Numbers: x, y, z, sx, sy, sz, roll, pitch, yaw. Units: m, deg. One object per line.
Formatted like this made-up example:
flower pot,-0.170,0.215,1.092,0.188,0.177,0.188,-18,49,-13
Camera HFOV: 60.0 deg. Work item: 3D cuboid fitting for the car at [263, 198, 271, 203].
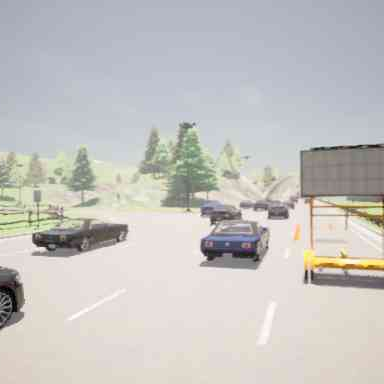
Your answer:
car,20.718,2.327,91.594,1.837,1.490,4.892,-1,-1,18

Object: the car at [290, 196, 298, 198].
car,25.955,1.917,85.189,2.150,2.045,5.566,-1,-1,18

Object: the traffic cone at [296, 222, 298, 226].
traffic cone,5.717,2.102,18.189,0.340,0.580,0.340,-1,-1,18

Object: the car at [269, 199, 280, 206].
car,18.044,2.176,72.502,2.033,1.411,5.357,-1,-1,18

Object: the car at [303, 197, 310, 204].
car,26.867,2.127,76.858,1.994,1.385,4.181,-1,-1,18

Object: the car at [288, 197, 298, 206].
car,15.663,1.996,54.032,2.033,1.411,5.357,-1,-1,18

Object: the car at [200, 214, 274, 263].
car,1.838,1.728,12.623,1.895,1.301,4.718,-1,-1,18

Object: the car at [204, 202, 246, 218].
car,2.750,1.779,26.412,1.837,1.490,4.892,-1,-1,18

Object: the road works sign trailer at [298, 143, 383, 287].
road works sign trailer,4.261,0.524,9.199,2.380,3.560,2.880,-1,-1,18

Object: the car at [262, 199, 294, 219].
car,8.533,1.774,32.681,2.128,1.511,4.902,-1,-1,18

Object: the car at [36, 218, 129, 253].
car,-4.739,1.832,15.034,1.895,1.301,4.718,-1,-1,18

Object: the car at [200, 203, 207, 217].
car,2.386,1.874,36.375,1.882,1.535,5.008,-1,-1,18

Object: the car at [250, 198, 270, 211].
car,10.062,1.950,48.313,1.837,1.490,4.892,-1,-1,18

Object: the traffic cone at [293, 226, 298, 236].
traffic cone,5.084,2.088,16.292,0.340,0.580,0.340,-1,-1,18

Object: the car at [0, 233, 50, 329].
car,-4.583,1.597,4.449,2.128,1.511,4.902,-1,-1,18

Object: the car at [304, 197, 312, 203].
car,30.045,2.050,86.384,1.882,1.535,5.008,-1,-1,18

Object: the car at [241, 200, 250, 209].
car,9.374,2.106,57.295,2.033,1.411,5.357,-1,-1,18
